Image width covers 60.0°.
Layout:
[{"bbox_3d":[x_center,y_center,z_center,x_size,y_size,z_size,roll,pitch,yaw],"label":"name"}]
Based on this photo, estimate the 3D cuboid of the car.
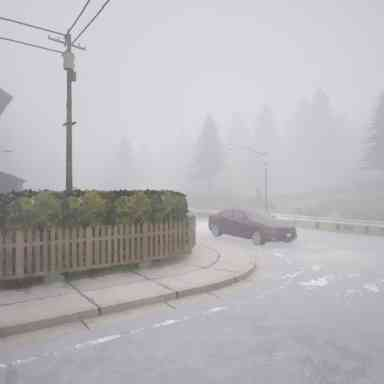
[{"bbox_3d":[2.700,1.478,15.752,1.882,1.535,5.008,0,0,-30],"label":"car"}]
